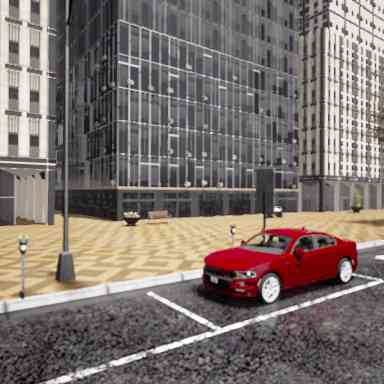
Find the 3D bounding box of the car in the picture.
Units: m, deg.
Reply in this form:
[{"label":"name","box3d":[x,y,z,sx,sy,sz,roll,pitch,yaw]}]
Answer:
[{"label":"car","box3d":[2.292,1.585,8.195,4.507,1.381,1.887,0,0,-36]}]
